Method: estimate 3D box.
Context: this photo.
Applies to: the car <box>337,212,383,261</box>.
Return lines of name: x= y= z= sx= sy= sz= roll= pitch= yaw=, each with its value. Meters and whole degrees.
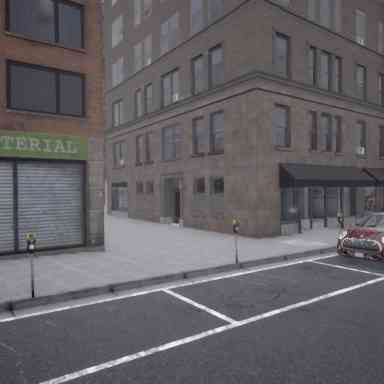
car: x=6.841 y=1.438 z=11.555 sx=4.097 sy=1.590 sz=1.967 roll=0 pitch=-1 yaw=-36
